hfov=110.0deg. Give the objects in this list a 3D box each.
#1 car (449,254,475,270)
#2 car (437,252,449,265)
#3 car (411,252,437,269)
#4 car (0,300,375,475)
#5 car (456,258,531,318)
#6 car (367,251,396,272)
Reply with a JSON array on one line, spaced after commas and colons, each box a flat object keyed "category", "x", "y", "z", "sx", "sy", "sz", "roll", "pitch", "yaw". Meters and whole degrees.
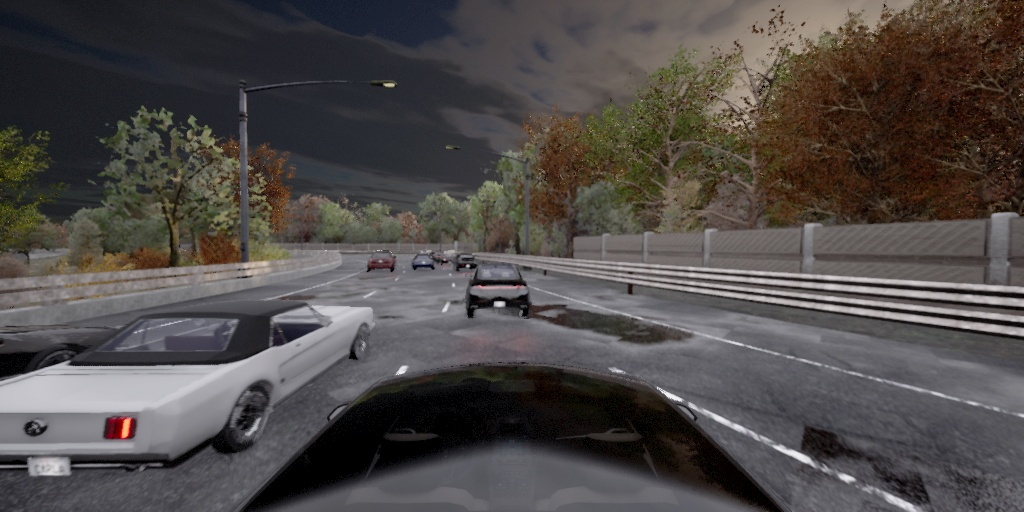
[{"category": "car", "x": -4.270, "y": 0.544, "z": 32.172, "sx": 1.837, "sy": 1.490, "sz": 4.892, "roll": 0, "pitch": 1, "yaw": -15}, {"category": "car", "x": -7.800, "y": 0.394, "z": 42.555, "sx": 1.895, "sy": 1.301, "sz": 4.718, "roll": 0, "pitch": 1, "yaw": -21}, {"category": "car", "x": -8.739, "y": 0.526, "z": 34.960, "sx": 1.994, "sy": 1.385, "sz": 4.181, "roll": 0, "pitch": 1, "yaw": -17}, {"category": "car", "x": -3.565, "y": 1.261, "z": 4.936, "sx": 1.895, "sy": 1.301, "sz": 4.718, "roll": 0, "pitch": 1, "yaw": -1}, {"category": "car", "x": -0.528, "y": 1.005, "z": 11.911, "sx": 2.128, "sy": 1.511, "sz": 4.902, "roll": 0, "pitch": 1, "yaw": -5}, {"category": "car", "x": -11.250, "y": 0.390, "z": 31.215, "sx": 2.097, "sy": 1.767, "sz": 4.553, "roll": 0, "pitch": 1, "yaw": -15}]
